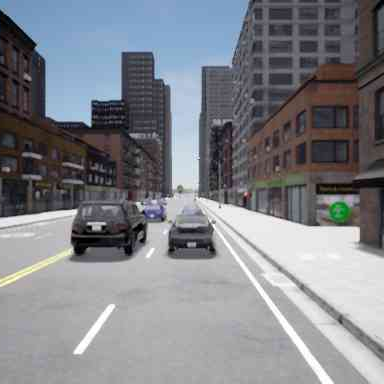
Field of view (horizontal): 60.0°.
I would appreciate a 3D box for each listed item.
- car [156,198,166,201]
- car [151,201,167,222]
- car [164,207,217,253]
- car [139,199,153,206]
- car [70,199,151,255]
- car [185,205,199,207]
[{"bbox_3d":[-6.518,2.071,70.991,2.097,1.767,4.553,0,-1,0],"label":"car"},{"bbox_3d":[-3.254,1.804,29.379,1.812,1.442,4.674,0,0,0],"label":"car"},{"bbox_3d":[-0.001,1.643,14.307,1.837,1.490,4.892,0,0,0],"label":"car"},{"bbox_3d":[-9.767,2.241,70.958,2.128,1.511,4.902,0,-1,0],"label":"car"},{"bbox_3d":[-3.253,1.349,14.012,2.150,2.045,5.566,0,0,0],"label":"car"},{"bbox_3d":[-0.007,1.822,28.985,2.033,1.411,5.357,0,-1,0],"label":"car"}]
